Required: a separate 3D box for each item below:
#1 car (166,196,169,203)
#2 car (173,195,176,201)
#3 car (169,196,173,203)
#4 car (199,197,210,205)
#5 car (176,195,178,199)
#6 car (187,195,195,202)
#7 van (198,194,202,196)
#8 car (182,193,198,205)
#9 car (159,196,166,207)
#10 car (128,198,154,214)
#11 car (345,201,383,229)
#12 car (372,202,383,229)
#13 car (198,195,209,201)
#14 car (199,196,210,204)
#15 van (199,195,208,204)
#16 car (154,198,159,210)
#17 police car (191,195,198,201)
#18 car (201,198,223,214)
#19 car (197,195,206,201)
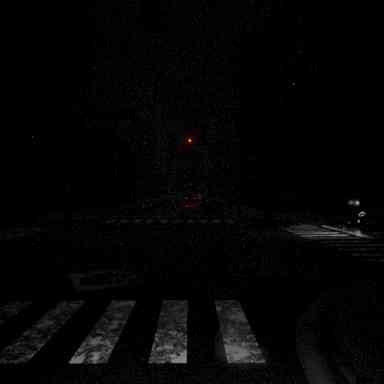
[{"bbox_3d":[-5.644,1.634,58.232,2.008,1.369,4.403,0,0,0],"label":"car"},{"bbox_3d":[-5.611,1.694,80.275,2.008,1.369,4.403,0,0,0],"label":"car"},{"bbox_3d":[-5.628,1.552,69.253,1.967,1.590,4.097,0,0,0],"label":"car"},{"bbox_3d":[2.389,1.647,63.730,2.008,1.369,4.403,0,0,0],"label":"car"},{"bbox_3d":[-5.593,1.721,91.297,1.887,1.381,4.507,0,0,0],"label":"car"},{"bbox_3d":[-0.232,1.480,73.713,1.812,1.442,4.674,0,0,0],"label":"car"},{"bbox_3d":[2.381,1.424,58.220,1.690,1.788,3.998,0,0,0],"label":"van"},{"bbox_3d":[-0.248,1.317,63.358,2.150,2.045,5.566,0,0,0],"label":"car"},{"bbox_3d":[-5.653,1.653,52.721,1.802,1.307,4.206,0,0,0],"label":"car"},{"bbox_3d":[-5.678,1.480,36.189,1.967,1.590,4.097,0,0,0],"label":"car"},{"bbox_3d":[12.019,1.308,20.686,4.553,1.767,2.097,0,0,0],"label":"car"},{"bbox_3d":[12.617,1.440,17.440,4.902,1.511,2.128,0,0,0],"label":"car"},{"bbox_3d":[2.372,1.637,52.709,1.947,1.339,4.313,0,0,0],"label":"car"},{"bbox_3d":[2.364,1.641,47.199,1.802,1.307,4.206,0,0,0],"label":"car"},{"bbox_3d":[2.397,1.453,69.241,1.690,1.788,3.998,0,0,0],"label":"van"},{"bbox_3d":[-5.669,1.490,41.700,1.967,1.590,4.097,0,0,0],"label":"car"},{"bbox_3d":[0.618,1.599,90.257,1.930,1.638,5.238,0,0,0],"label":"police car"},{"bbox_3d":[2.347,1.606,36.176,1.947,1.339,4.313,0,0,0],"label":"car"},{"bbox_3d":[2.423,1.600,85.774,1.967,1.590,4.097,0,0,0],"label":"car"}]
